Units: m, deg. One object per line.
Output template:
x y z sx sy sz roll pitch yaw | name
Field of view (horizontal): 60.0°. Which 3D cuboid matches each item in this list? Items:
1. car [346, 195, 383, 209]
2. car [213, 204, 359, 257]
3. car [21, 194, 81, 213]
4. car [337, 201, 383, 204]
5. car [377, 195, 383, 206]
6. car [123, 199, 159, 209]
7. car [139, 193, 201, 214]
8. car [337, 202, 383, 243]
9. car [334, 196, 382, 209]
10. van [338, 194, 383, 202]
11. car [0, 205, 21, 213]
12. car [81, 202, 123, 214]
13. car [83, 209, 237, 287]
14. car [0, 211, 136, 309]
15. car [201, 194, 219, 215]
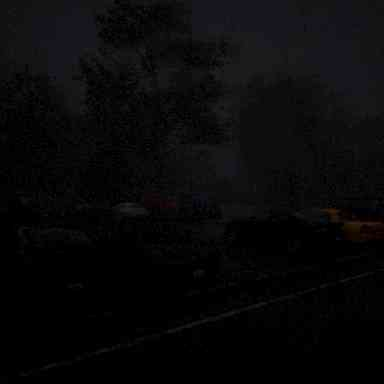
22.858 1.219 42.676 1.946 1.575 5.366 0 0 -36 | car
3.333 1.394 12.844 2.097 1.535 5.008 0 0 -36 | car
-8.965 1.183 20.099 2.435 2.045 5.566 -1 0 -36 | car
7.870 1.394 16.133 2.163 1.488 4.792 0 0 -36 | car
29.539 1.209 47.649 2.163 1.488 4.792 0 0 -36 | car
-4.548 1.437 23.291 2.002 1.452 4.674 0 0 -36 | car
-2.170 1.129 24.960 2.435 2.045 5.566 0 0 -36 | car
5.500 1.375 14.629 1.946 1.575 5.366 0 0 -36 | car
20.489 1.238 41.216 2.231 1.521 4.892 0 0 -36 | car
10.234 1.124 17.645 1.878 1.987 4.442 0 0 -36 | van
-11.260 1.485 18.527 2.163 1.488 4.792 -1 0 -36 | car
-6.711 1.415 21.740 2.097 1.535 5.008 0 0 -36 | car
-1.213 1.462 9.562 2.163 1.488 4.792 0 0 -36 | car
-3.503 1.454 7.954 2.231 1.521 4.892 -1 0 -36 | car
-0.005 1.115 26.510 2.435 2.045 5.566 0 0 -36 | car
